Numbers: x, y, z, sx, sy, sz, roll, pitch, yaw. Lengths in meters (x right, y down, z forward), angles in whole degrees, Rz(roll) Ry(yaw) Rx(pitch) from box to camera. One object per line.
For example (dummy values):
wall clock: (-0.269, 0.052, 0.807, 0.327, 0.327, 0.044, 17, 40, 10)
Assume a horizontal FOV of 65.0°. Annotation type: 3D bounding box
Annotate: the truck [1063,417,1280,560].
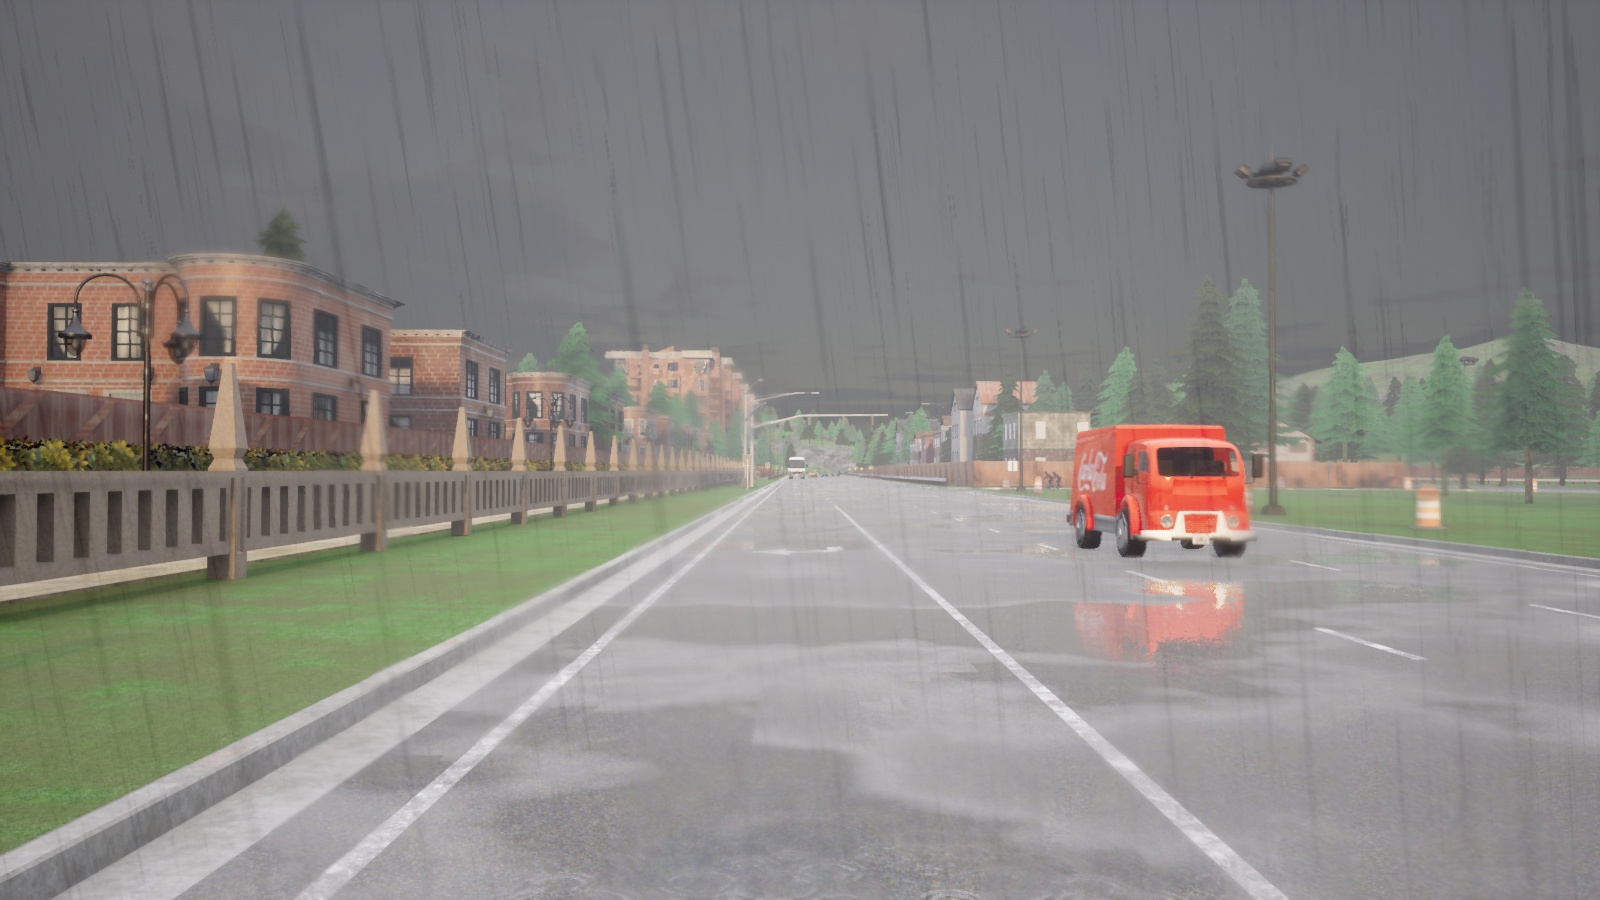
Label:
truck: (6.941, 0.706, 24.229, 2.627, 2.467, 5.204, 0, -1, 0)
